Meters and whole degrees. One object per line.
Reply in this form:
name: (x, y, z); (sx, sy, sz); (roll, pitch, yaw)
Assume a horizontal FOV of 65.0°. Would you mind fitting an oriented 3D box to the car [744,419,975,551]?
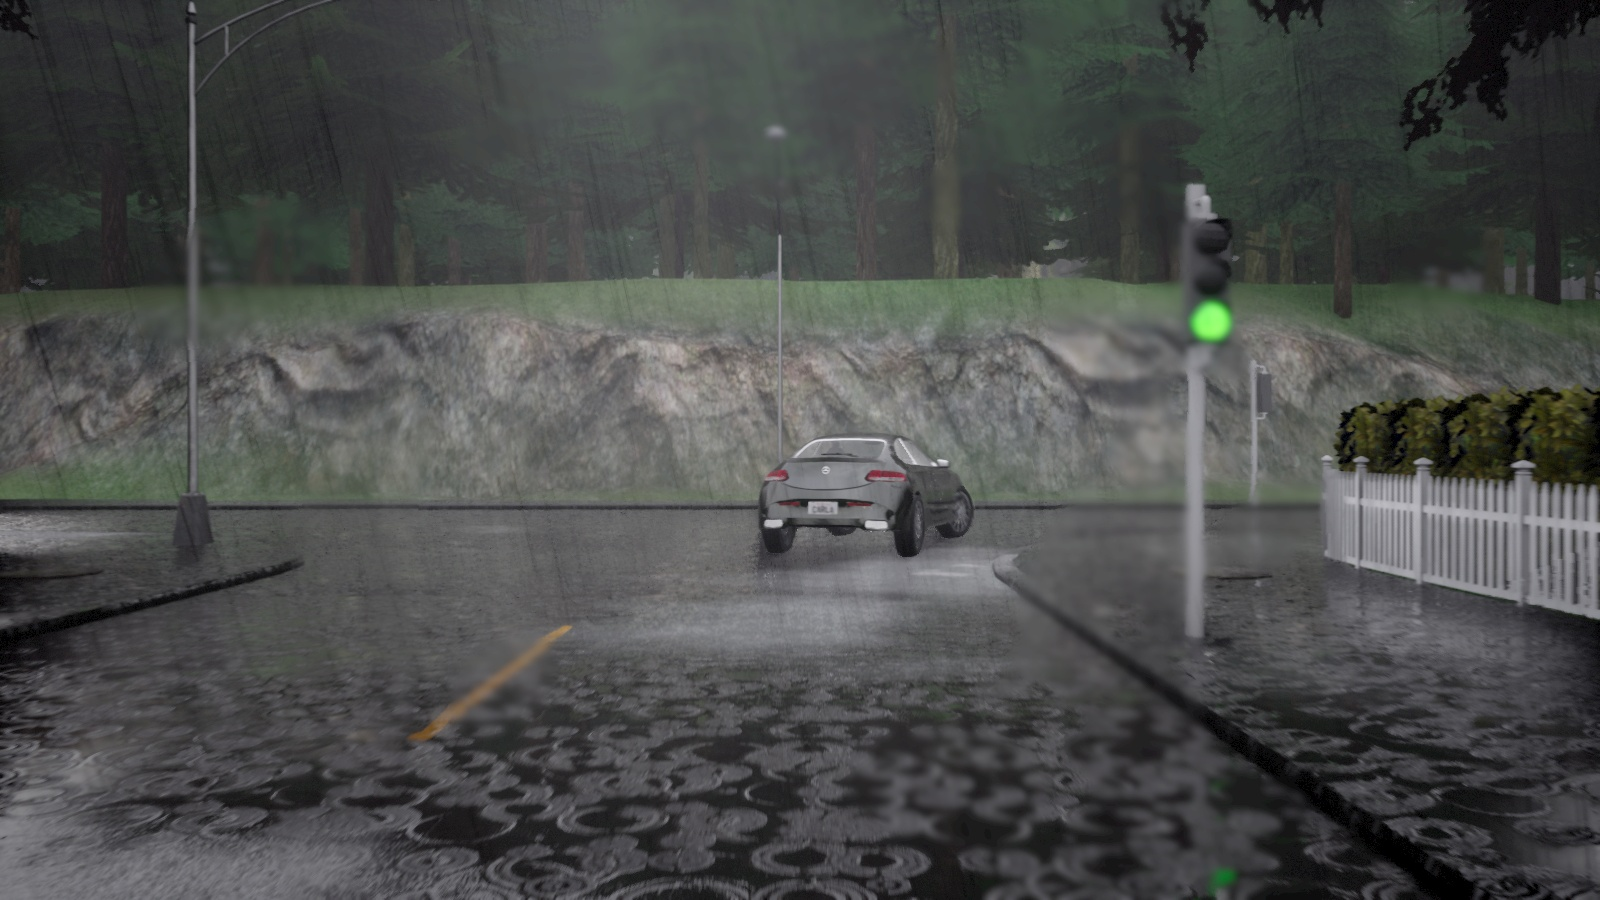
car: (1.062, 0.423, 18.339); (2.152, 1.651, 5.027); (0, 0, 18)
